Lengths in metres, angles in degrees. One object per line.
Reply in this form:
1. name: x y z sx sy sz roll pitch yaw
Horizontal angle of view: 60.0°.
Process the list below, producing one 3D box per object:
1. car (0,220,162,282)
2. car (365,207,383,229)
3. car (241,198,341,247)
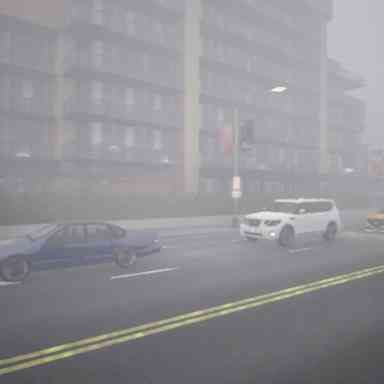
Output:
1. car: -3.551 1.570 9.982 5.357 1.411 2.033 1 0 -35
2. car: 13.394 1.673 22.007 5.008 1.535 1.882 1 0 -35
3. car: 4.877 1.330 15.952 5.566 2.045 2.150 1 0 -35
